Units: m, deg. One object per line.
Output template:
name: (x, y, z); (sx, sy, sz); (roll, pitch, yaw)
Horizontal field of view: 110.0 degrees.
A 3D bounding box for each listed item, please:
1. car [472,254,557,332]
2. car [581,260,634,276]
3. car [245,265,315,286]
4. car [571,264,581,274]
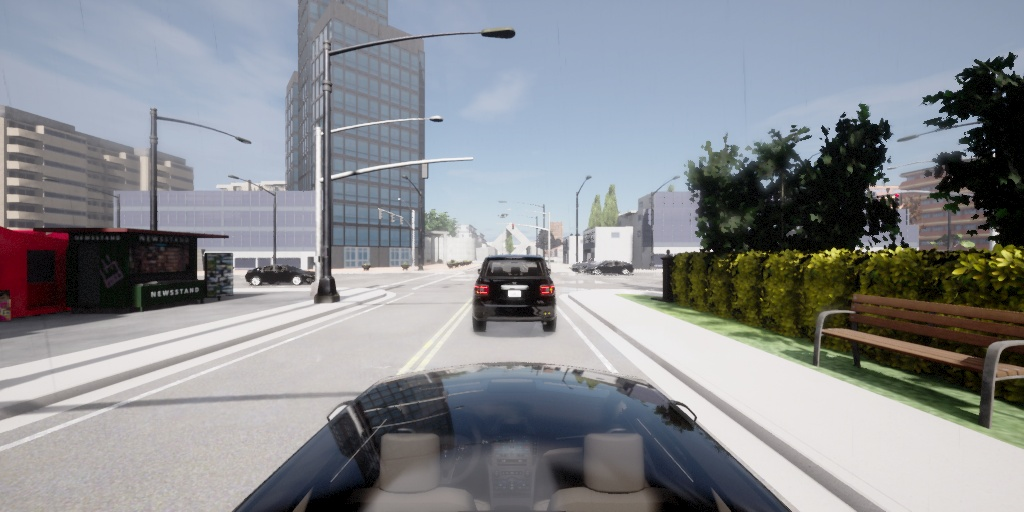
car: (0.075, 0.971, 11.036); (2.150, 2.045, 5.566); (0, 0, 0)
car: (10.025, 1.252, 37.031); (4.892, 1.490, 1.837); (0, 0, 0)
car: (-16.638, 1.362, 26.130); (4.892, 1.490, 1.837); (-1, 0, 0)
car: (9.185, 1.243, 40.525); (4.902, 1.511, 2.128); (0, 0, 0)
